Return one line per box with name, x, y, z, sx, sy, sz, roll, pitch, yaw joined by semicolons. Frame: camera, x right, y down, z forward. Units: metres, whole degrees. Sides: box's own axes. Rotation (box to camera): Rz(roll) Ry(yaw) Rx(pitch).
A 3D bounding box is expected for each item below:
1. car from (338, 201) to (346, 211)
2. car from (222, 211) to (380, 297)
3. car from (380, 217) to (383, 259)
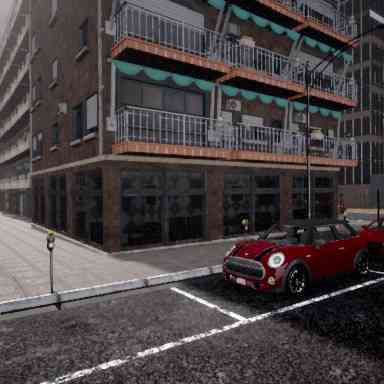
car;16.482;1.745;40.570;1.967;1.590;4.097;-2;0;-36
car;2.697;1.439;8.485;4.097;1.590;1.967;0;-1;-35
car;7.198;1.543;11.687;4.507;1.381;1.887;0;-1;-35
